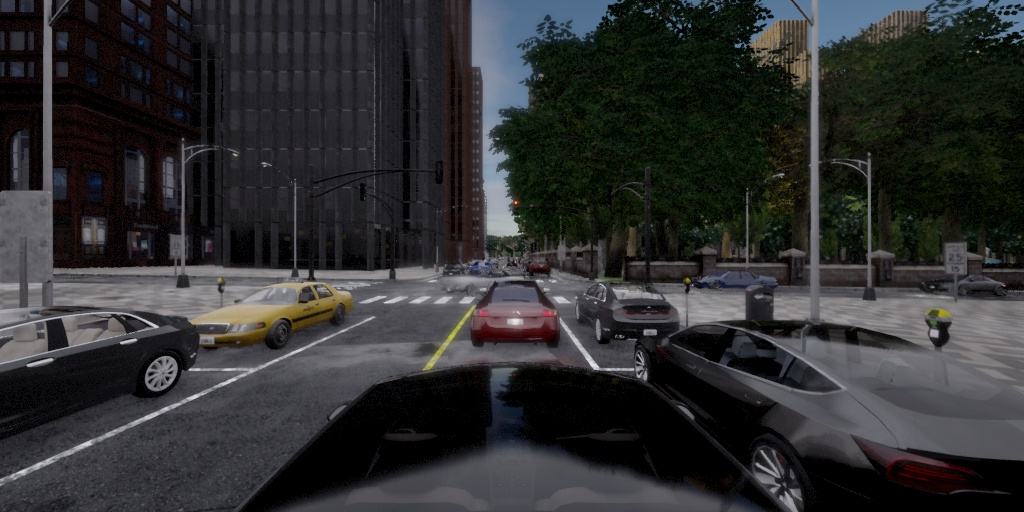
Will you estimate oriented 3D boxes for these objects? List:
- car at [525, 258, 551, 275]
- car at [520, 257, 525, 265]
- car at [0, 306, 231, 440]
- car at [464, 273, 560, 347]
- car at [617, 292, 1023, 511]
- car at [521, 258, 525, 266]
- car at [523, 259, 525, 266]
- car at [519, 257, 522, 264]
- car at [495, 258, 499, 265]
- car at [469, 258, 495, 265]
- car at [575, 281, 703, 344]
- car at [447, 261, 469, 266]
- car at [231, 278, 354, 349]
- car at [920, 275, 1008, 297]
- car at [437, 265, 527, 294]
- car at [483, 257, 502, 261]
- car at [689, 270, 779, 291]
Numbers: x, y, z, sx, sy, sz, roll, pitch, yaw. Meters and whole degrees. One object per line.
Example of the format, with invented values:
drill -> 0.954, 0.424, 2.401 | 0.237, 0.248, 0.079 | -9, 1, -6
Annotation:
car -> 2.761, 1.077, 36.014 | 2.192, 1.841, 5.009 | 0, 0, 0
car -> 2.760, 1.337, 57.839 | 2.007, 1.370, 4.403 | 0, 0, 0
car -> -5.762, 1.300, 3.827 | 2.007, 1.370, 4.403 | 0, 0, 0
car -> 0.081, 1.314, 9.344 | 1.994, 1.385, 4.181 | 0, 0, 0
car -> 2.763, 1.316, 3.836 | 1.948, 1.339, 4.313 | 0, 0, 0
car -> 2.760, 1.331, 52.383 | 2.007, 1.370, 4.403 | 0, 0, 0
car -> 2.761, 1.340, 46.926 | 1.948, 1.339, 4.313 | 0, 0, 0
car -> 2.760, 1.233, 63.296 | 1.967, 1.591, 4.097 | 0, 0, 0
car -> -3.093, 1.338, 46.584 | 1.994, 1.385, 4.181 | 0, 0, 0
car -> -3.093, 1.241, 36.619 | 1.882, 1.535, 5.008 | 0, 0, 0
car -> 2.763, 1.301, 9.349 | 2.007, 1.370, 4.403 | 0, 0, 0
car -> -5.764, 1.328, 36.004 | 1.948, 1.339, 4.313 | 0, 0, 0
car -> -5.763, 1.276, 9.170 | 1.751, 1.417, 4.829 | 0, 0, 0
car -> 30.425, 1.963, 24.236 | 4.181, 1.385, 1.994 | 1, 0, 0
car -> -1.610, 1.361, 19.257 | 1.895, 1.301, 4.718 | 1, 1, 44
car -> -3.086, 1.277, 56.630 | 2.128, 1.511, 4.902 | 0, 0, 0
car -> 14.801, 1.626, 24.155 | 5.357, 1.411, 2.033 | 1, 0, 0
